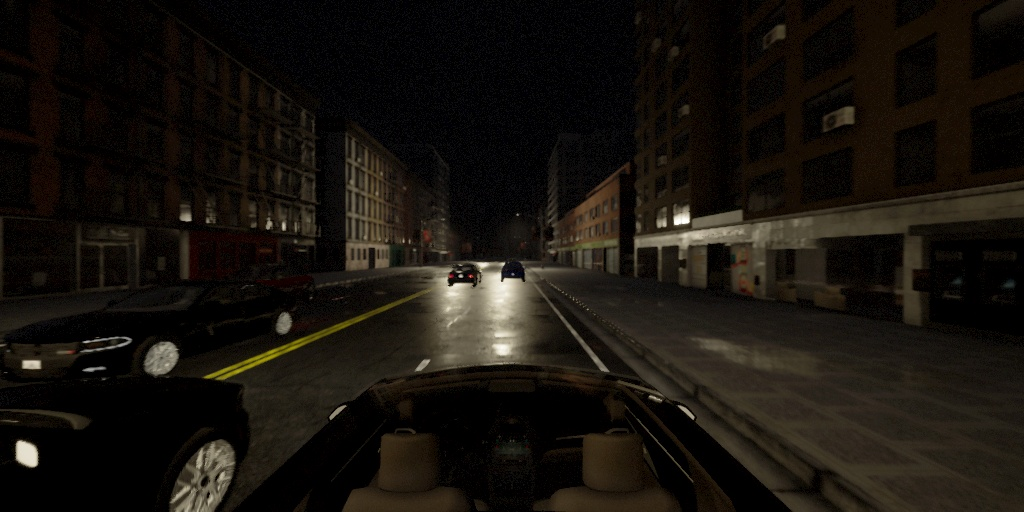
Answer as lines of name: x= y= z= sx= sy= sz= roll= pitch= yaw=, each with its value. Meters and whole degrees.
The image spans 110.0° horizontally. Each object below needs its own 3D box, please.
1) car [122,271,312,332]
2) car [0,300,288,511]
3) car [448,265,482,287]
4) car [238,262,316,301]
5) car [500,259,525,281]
car: x=-6.564 y=1.228 z=7.407 sx=1.882 sy=1.535 sz=5.008 roll=0 pitch=0 yaw=0
car: x=-3.148 y=1.228 z=0.995 sx=1.882 sy=1.535 sz=5.008 roll=0 pitch=0 yaw=0
car: x=-3.170 y=1.299 z=24.724 sx=2.033 sy=1.411 sz=5.357 roll=0 pitch=0 yaw=0
car: x=-9.759 y=1.104 z=14.040 sx=2.097 sy=1.767 sz=4.553 roll=0 pitch=0 yaw=0
car: x=0.075 y=1.229 z=29.597 sx=1.882 sy=1.535 sz=5.008 roll=0 pitch=0 yaw=0
